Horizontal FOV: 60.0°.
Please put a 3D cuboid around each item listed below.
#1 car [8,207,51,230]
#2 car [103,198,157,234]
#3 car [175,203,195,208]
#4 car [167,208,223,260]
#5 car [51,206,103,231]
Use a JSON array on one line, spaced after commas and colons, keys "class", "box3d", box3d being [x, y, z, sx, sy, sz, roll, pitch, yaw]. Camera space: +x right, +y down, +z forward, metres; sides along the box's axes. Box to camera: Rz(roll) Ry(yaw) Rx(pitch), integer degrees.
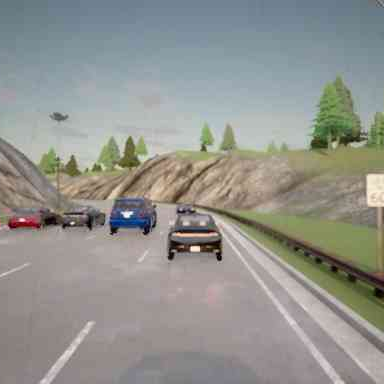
[{"class": "car", "box3d": [-10.464, 1.698, 22.407, 1.994, 1.385, 4.181, 0, 0, -1]}, {"class": "car", "box3d": [-3.416, 1.343, 20.047, 2.150, 2.045, 5.566, 0, 0, 0]}, {"class": "car", "box3d": [-0.779, 1.813, 35.571, 1.895, 1.301, 4.718, 0, 0, -6]}, {"class": "car", "box3d": [0.102, 1.568, 12.748, 2.128, 1.511, 4.902, 0, 0, 0]}, {"class": "car", "box3d": [-6.949, 1.622, 21.658, 2.128, 1.511, 4.902, 0, 0, -1]}]
